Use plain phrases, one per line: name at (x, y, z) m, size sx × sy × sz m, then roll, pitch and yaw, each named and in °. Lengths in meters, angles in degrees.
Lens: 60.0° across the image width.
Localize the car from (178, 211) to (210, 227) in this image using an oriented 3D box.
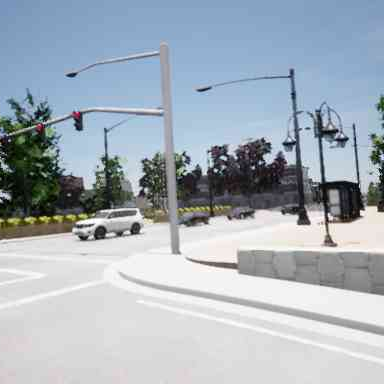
car at (-0.056, 2.622, 32.670) m, size 1.812 × 1.442 × 4.674 m, roll -5°, pitch -3°, yaw 36°

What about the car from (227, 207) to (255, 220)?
car at (6.038, 2.614, 40.939) m, size 1.837 × 1.490 × 4.892 m, roll -5°, pitch -3°, yaw 36°

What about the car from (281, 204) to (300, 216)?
car at (13.653, 2.331, 45.130) m, size 2.128 × 1.511 × 4.902 m, roll -5°, pitch -3°, yaw 36°

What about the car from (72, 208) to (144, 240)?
car at (-6.023, 2.305, 24.598) m, size 2.150 × 2.045 × 5.566 m, roll -5°, pitch -3°, yaw 36°
